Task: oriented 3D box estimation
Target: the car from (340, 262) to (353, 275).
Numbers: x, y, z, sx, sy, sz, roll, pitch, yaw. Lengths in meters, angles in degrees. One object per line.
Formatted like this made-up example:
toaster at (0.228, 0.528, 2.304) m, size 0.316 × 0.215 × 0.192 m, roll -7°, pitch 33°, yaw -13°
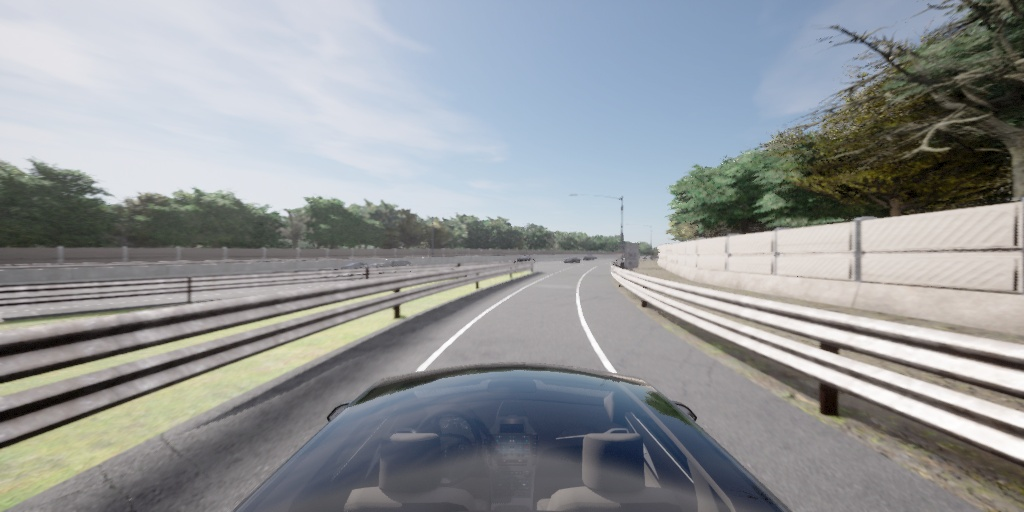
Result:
car at (-16.906, 1.333, 39.975) m, size 1.994 × 1.385 × 4.181 m, roll 1°, pitch 1°, yaw 33°

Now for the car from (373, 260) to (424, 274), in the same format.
car at (-11.075, 1.180, 36.097) m, size 2.097 × 1.767 × 4.553 m, roll 1°, pitch 1°, yaw 33°

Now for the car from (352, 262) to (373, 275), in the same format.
car at (-13.963, 1.398, 38.081) m, size 1.895 × 1.301 × 4.718 m, roll 1°, pitch 1°, yaw 33°
